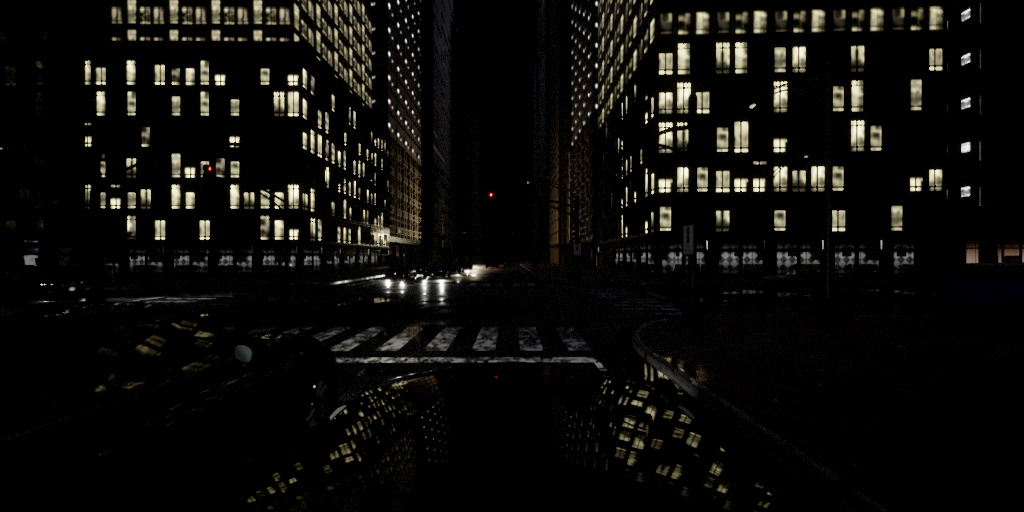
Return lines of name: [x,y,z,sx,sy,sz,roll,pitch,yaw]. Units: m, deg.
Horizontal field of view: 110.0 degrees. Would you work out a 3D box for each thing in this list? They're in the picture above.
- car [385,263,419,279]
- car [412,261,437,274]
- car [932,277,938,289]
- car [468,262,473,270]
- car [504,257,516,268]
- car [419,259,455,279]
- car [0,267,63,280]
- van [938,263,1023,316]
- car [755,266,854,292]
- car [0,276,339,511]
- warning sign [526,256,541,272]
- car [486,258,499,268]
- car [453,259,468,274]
car: [-10.048,1.336,32.782,1.994,1.385,4.181,0,0,0]
car: [-10.097,1.352,41.690,1.994,1.385,4.181,0,0,0]
car: [26.803,1.353,20.502,4.207,1.307,1.802,0,0,2]
car: [-6.912,1.378,52.790,1.994,1.385,4.181,0,0,0]
car: [-0.396,1.412,63.814,1.994,1.385,4.181,0,0,0]
car: [-6.798,1.298,32.938,1.812,1.442,4.674,0,0,0]
car: [-22.545,1.247,16.374,4.902,1.511,2.128,0,0,0]
van: [18.289,1.117,12.760,3.998,1.789,1.690,0,0,2]
car: [16.966,1.289,20.923,4.829,1.417,1.751,0,0,2]
car: [-3.155,1.102,2.543,2.097,1.767,4.553,0,0,0]
warning sign: [2.601,0.901,40.818,1.300,1.860,1.060,0,0,0]
car: [-3.540,1.200,63.634,2.097,1.767,4.553,0,0,-1]
car: [-6.861,1.268,42.811,1.882,1.535,5.008,0,0,0]
